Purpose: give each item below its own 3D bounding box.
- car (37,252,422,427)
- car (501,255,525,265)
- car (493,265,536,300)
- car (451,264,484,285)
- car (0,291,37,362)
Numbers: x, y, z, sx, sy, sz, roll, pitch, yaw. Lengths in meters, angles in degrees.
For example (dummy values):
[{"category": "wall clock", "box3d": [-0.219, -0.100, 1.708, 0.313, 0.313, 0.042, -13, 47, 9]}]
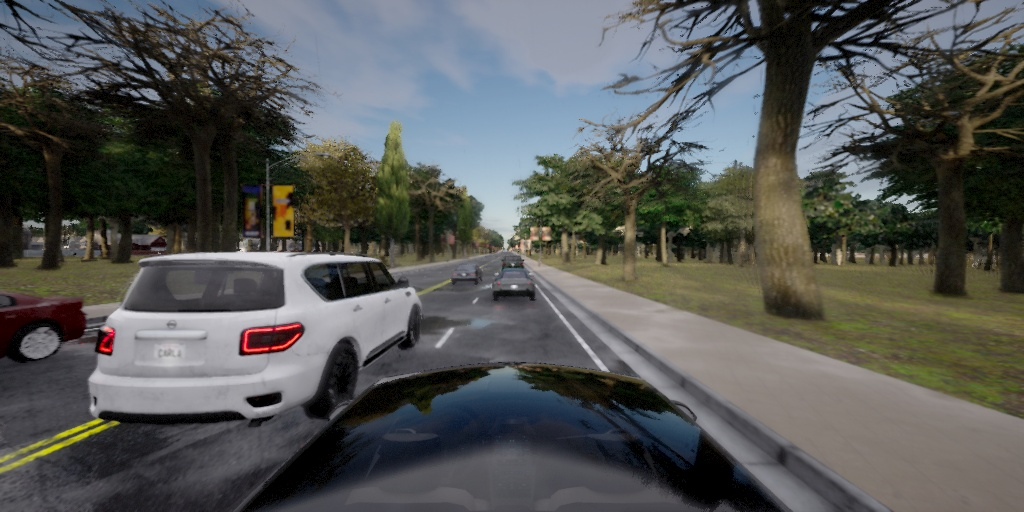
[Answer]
[{"category": "car", "box3d": [-3.151, 0.970, 5.986, 2.150, 2.045, 5.566, 0, 0, 0]}, {"category": "car", "box3d": [0.094, 0.900, 36.454, 2.150, 2.045, 5.566, 0, 0, 0]}, {"category": "car", "box3d": [0.096, 1.306, 17.567, 1.994, 1.385, 4.181, 0, 0, 0]}, {"category": "car", "box3d": [-3.157, 1.273, 25.979, 2.033, 1.411, 5.357, 0, 0, 0]}, {"category": "car", "box3d": [-9.841, 1.225, 5.339, 1.882, 1.535, 5.008, 0, 0, 0]}]
